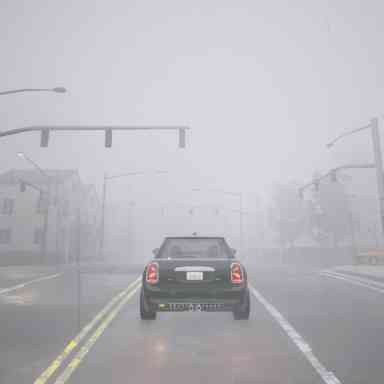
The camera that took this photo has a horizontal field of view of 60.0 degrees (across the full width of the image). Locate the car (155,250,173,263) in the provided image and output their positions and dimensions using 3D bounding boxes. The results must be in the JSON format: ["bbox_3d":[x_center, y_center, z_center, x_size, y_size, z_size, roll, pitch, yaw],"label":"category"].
[{"bbox_3d":[-3.646,8.631,44.399,1.882,1.535,5.008,0,-11,0],"label":"car"}]

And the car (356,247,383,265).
[{"bbox_3d":[16.462,5.364,28.071,5.008,1.535,1.882,0,-11,1],"label":"car"}]

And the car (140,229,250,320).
[{"bbox_3d":[0.060,1.807,8.235,2.097,1.767,4.553,0,-7,0],"label":"car"}]

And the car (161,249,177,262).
[{"bbox_3d":[-3.660,10.344,54.282,2.150,2.045,5.566,0,-11,0],"label":"car"}]
